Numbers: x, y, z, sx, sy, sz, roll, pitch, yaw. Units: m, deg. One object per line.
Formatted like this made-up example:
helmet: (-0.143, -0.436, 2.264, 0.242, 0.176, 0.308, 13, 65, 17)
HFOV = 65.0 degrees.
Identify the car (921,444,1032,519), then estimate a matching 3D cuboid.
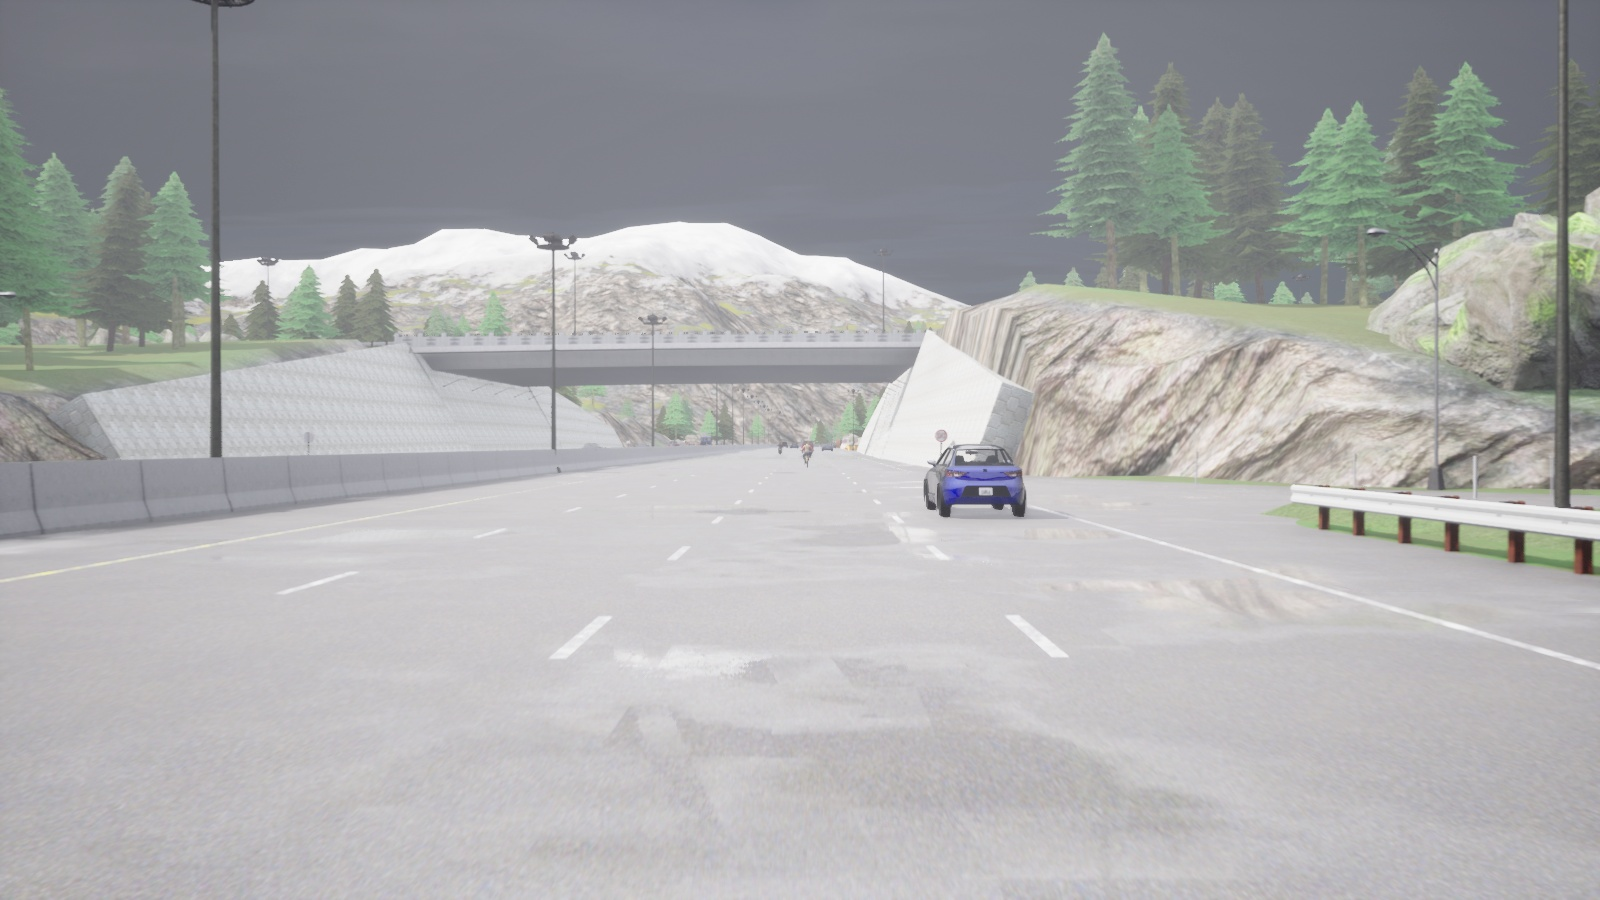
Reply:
car: (3.668, 0.612, 26.769, 1.816, 1.474, 4.193, 0, 0, 0)
